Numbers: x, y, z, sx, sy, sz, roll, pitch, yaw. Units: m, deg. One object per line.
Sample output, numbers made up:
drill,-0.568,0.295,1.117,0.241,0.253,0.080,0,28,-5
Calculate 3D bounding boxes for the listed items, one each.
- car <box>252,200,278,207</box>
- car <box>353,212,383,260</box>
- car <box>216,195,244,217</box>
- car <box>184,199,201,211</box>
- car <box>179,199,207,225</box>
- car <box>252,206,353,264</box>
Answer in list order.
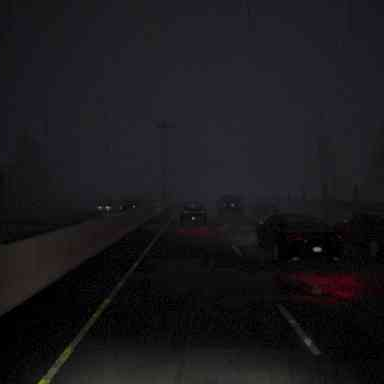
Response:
car,7.092,1.534,32.509,1.882,1.535,5.008,0,0,0
car,7.096,1.499,12.638,1.882,1.535,5.008,0,0,0
car,3.592,1.277,32.095,2.150,2.045,5.566,0,0,0
car,0.089,1.621,42.576,2.033,1.411,5.357,0,0,0
car,0.095,1.534,24.230,2.128,1.511,4.902,0,0,0
car,3.596,1.498,12.008,1.882,1.535,5.008,0,0,0
